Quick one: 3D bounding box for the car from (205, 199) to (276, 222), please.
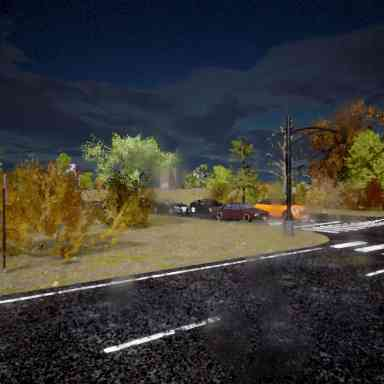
[{"bbox_3d":[3.749,1.560,26.709,2.033,1.411,5.357,0,0,-38],"label":"car"}]

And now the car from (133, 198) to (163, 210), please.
[{"bbox_3d":[-5.851,1.496,44.190,1.812,1.442,4.674,0,0,-38],"label":"car"}]

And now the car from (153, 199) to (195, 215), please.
[{"bbox_3d":[-2.269,1.494,34.365,2.128,1.511,4.902,0,0,-38],"label":"car"}]

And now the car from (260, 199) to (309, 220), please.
[{"bbox_3d":[7.303,1.345,27.445,2.097,1.767,4.553,0,0,-38],"label":"car"}]

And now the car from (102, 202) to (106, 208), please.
[{"bbox_3d":[-10.457,1.491,44.805,1.837,1.490,4.892,0,1,-38],"label":"car"}]

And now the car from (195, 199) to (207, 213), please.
[{"bbox_3d":[1.715,1.488,34.555,1.837,1.490,4.892,0,0,-38],"label":"car"}]
